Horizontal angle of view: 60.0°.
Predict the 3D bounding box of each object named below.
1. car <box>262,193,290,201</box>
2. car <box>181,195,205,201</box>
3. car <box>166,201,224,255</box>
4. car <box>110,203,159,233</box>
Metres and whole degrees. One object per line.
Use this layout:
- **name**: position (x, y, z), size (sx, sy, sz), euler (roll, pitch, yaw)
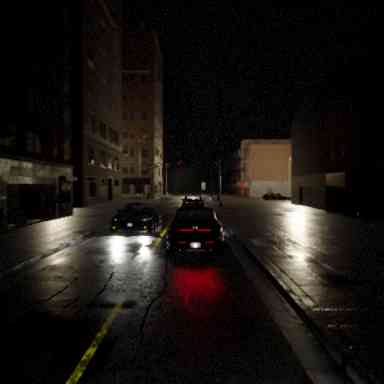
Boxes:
- **car**: position (13.231, 0.767, 52.289), size (4.313, 1.339, 1.947), euler (0, 0, 0)
- **car**: position (0.105, 0.992, 28.085), size (2.128, 1.511, 4.902), euler (0, 1, 0)
- **car**: position (0.105, 1.285, 12.216), size (1.837, 1.490, 4.892), euler (0, 1, 0)
- **car**: position (-2.838, 1.260, 17.088), size (1.994, 1.385, 4.181), euler (0, 1, 0)
